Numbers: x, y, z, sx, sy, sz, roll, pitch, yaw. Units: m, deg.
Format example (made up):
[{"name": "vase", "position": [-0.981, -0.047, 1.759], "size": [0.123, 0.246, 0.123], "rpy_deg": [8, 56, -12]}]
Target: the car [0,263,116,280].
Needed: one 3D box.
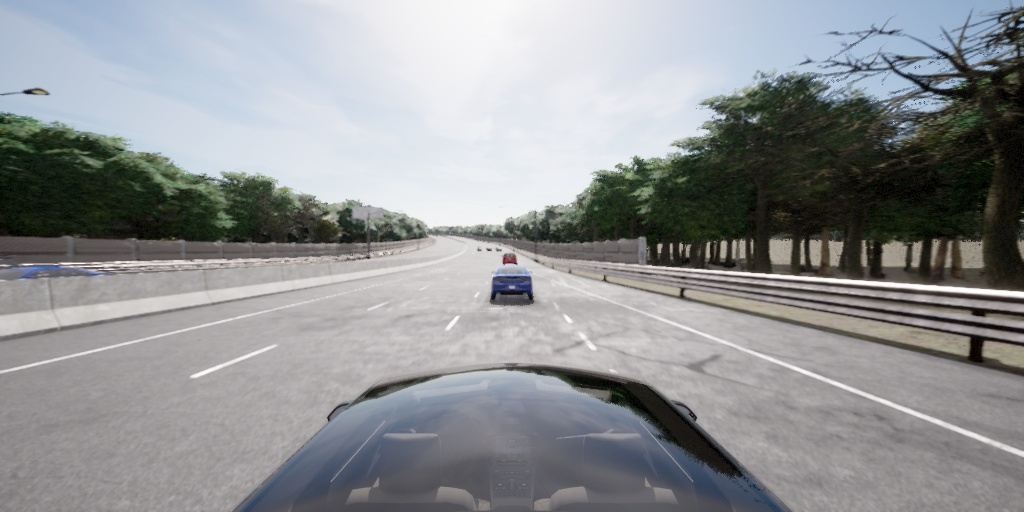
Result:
[{"name": "car", "position": [-17.500, 1.120, 12.994], "size": [1.882, 1.535, 5.008], "rpy_deg": [0, 0, 0]}]

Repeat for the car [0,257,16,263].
[{"name": "car", "position": [-21.000, 0.797, 13.014], "size": [2.097, 1.767, 4.553], "rpy_deg": [0, 0, 0]}]

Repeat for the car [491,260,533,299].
[{"name": "car", "position": [-0.002, 1.175, 17.902], "size": [1.882, 1.535, 5.008], "rpy_deg": [0, 0, 0]}]

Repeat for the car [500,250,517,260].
[{"name": "car", "position": [-0.410, 0.470, 53.640], "size": [2.150, 2.045, 5.566], "rpy_deg": [0, 1, -2]}]
